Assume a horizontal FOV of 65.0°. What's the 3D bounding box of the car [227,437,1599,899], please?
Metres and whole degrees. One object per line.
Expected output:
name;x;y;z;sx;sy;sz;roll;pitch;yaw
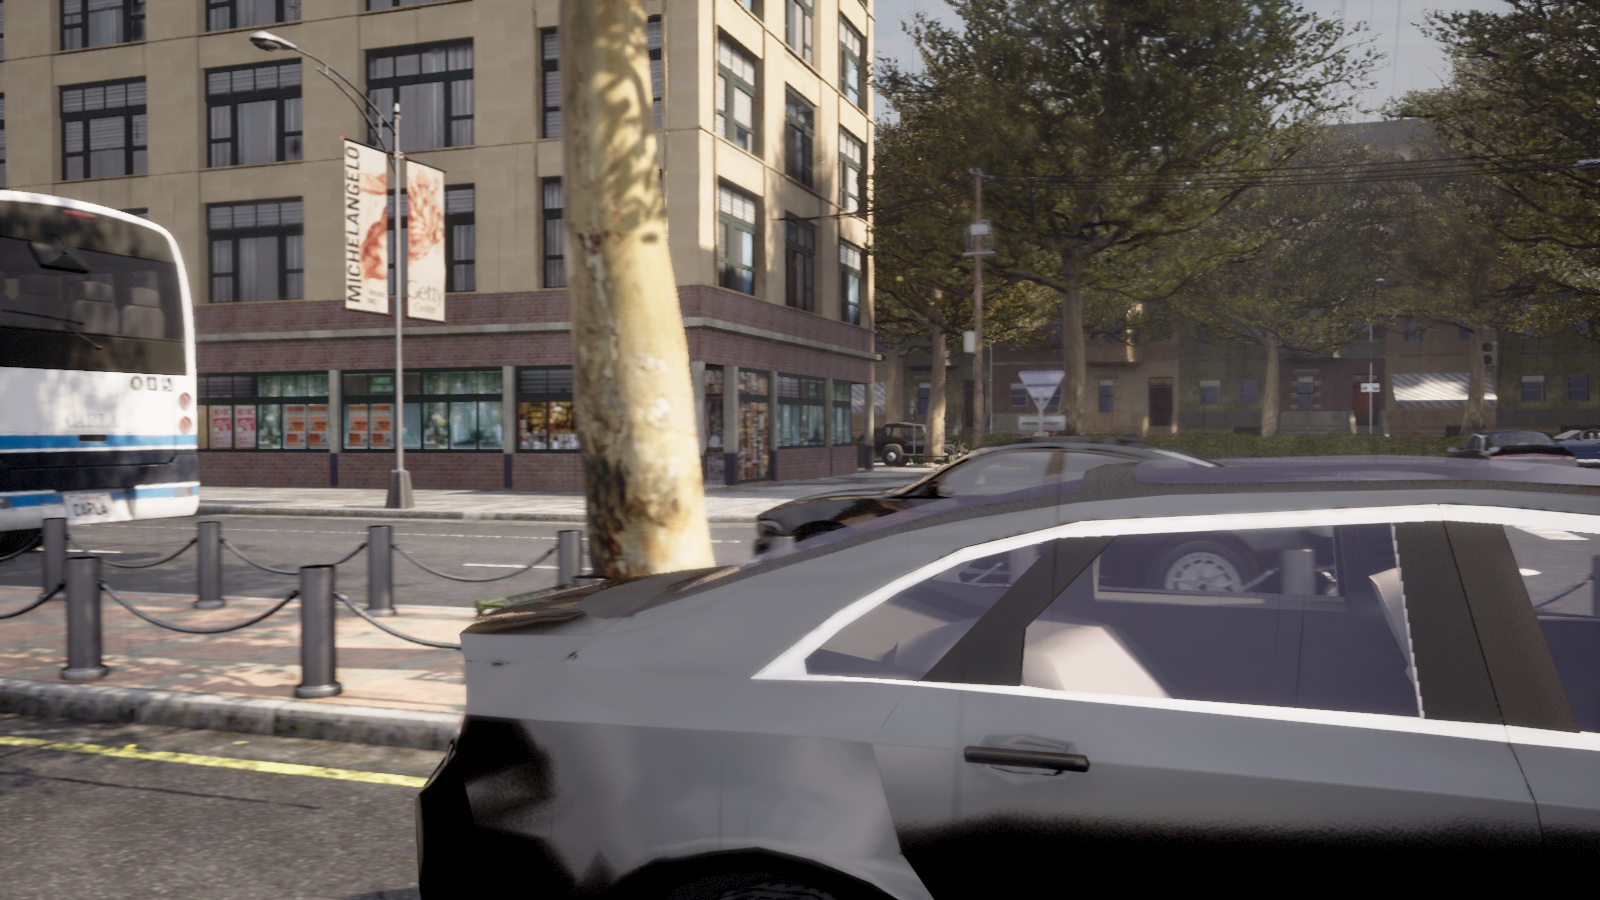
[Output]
car;1.549;0.746;2.671;4.902;1.511;2.128;1;1;19

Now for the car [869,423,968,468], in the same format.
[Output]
car;5.056;-0.218;53.683;3.866;1.878;1.905;1;1;19

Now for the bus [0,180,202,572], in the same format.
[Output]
bus;-13.267;-0.857;16.077;10.273;4.253;3.944;1;1;19

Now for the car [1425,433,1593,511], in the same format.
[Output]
car;15.190;0.404;27.221;2.128;1.511;4.902;0;1;17

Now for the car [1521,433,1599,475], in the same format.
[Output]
car;30.147;0.144;48.374;3.705;1.549;1.789;0;1;8

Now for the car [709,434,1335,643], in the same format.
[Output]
car;1.887;0.635;10.998;5.008;1.535;1.882;0;1;19
